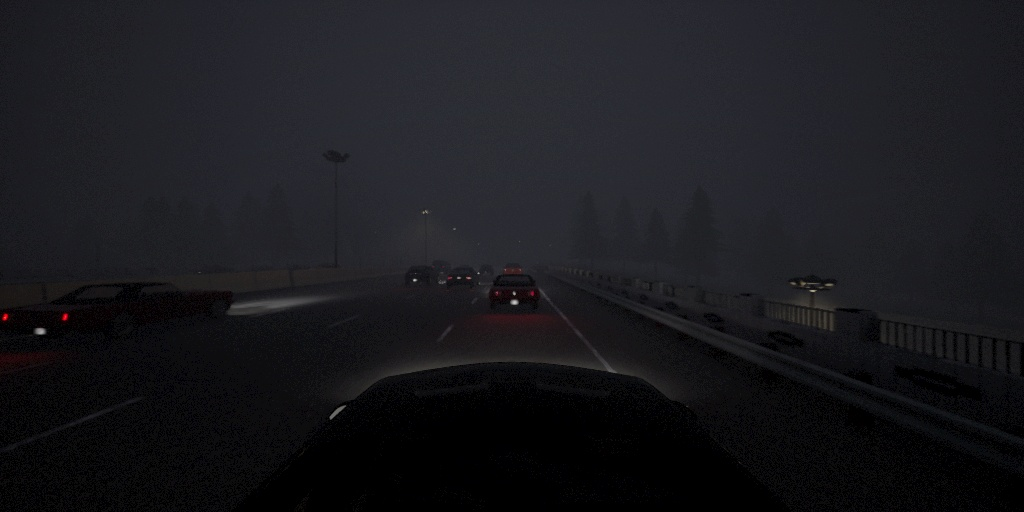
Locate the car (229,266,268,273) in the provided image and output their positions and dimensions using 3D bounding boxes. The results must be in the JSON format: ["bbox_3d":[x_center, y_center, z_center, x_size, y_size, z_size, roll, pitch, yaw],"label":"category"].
[{"bbox_3d":[-28.092,1.762,39.842,2.033,1.411,5.357,0,-1,0],"label":"car"}]

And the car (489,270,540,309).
[{"bbox_3d":[0.094,1.425,15.400,1.895,1.301,4.718,0,-1,0],"label":"car"}]

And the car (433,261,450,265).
[{"bbox_3d":[-10.421,1.707,53.242,2.150,2.045,5.566,0,-1,0],"label":"car"}]

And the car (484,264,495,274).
[{"bbox_3d":[-3.419,1.910,49.154,1.837,1.490,4.892,0,-1,0],"label":"car"}]

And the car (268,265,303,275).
[{"bbox_3d":[-24.593,1.721,40.611,2.128,1.511,4.902,0,-1,0],"label":"car"}]

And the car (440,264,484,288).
[{"bbox_3d":[-3.411,1.496,25.562,2.033,1.411,5.357,0,-1,0],"label":"car"}]

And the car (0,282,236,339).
[{"bbox_3d":[-10.405,1.385,10.129,1.895,1.301,4.718,0,0,0],"label":"car"}]

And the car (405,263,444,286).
[{"bbox_3d":[-6.911,1.491,27.938,1.837,1.490,4.892,0,-1,0],"label":"car"}]

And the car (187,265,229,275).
[{"bbox_3d":[-31.591,1.664,37.848,2.128,1.511,4.902,0,-1,0],"label":"car"}]

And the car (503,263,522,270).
[{"bbox_3d":[0.086,1.566,39.668,2.097,1.767,4.553,0,-1,0],"label":"car"}]

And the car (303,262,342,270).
[{"bbox_3d":[-21.092,1.584,40.673,2.097,1.767,4.553,0,-1,0],"label":"car"}]
